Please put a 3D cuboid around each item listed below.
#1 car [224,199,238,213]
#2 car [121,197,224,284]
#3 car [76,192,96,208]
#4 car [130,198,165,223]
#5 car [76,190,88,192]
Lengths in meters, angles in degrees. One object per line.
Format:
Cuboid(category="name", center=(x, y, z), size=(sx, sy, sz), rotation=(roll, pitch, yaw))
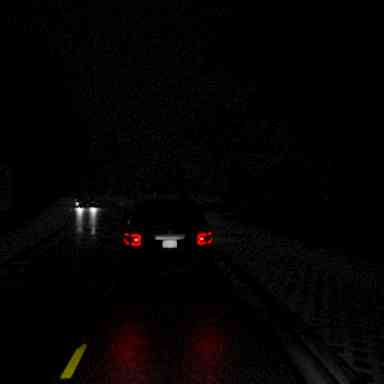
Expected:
Cuboid(category="car", center=(3.410, 1.470, 34.453), size=(5.008, 1.535, 1.882), rotation=(1, -2, -18))
Cuboid(category="car", center=(-0.819, 1.161, 9.655), size=(2.150, 2.045, 5.566), rotation=(0, 0, -8))
Cuboid(category="car", center=(-12.501, 1.068, 39.534), size=(1.812, 1.442, 4.674), rotation=(1, 1, -20))
Cuboid(category="car", center=(-3.248, 1.278, 25.246), size=(1.882, 1.535, 5.008), rotation=(0, 1, 1))
Cuboid(category="car", center=(-17.855, 0.811, 54.562), size=(1.882, 1.535, 5.008), rotation=(1, 0, -19))
